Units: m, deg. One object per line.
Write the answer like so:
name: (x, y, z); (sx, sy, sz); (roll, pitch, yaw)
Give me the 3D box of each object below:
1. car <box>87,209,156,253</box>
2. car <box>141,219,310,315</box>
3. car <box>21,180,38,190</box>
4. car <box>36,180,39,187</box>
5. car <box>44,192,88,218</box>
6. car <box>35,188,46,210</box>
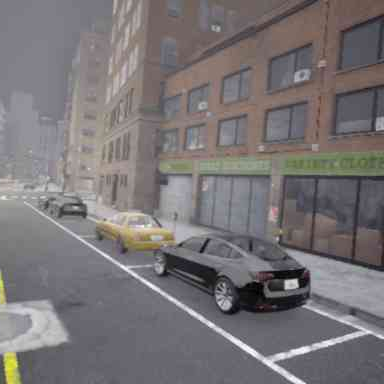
car: (-2.328, 1.316, 12.524); (1.752, 1.417, 4.829); (4, 1, -32)
car: (0.677, 1.598, 7.716); (1.947, 1.339, 4.313); (4, 1, -32)
car: (-32.041, -1.099, 65.460); (1.947, 1.339, 4.313); (4, 0, -23)
car: (-36.358, -1.480, 75.563); (1.947, 1.339, 4.313); (4, 0, -23)
car: (-8.077, 0.894, 21.707); (1.947, 1.339, 4.313); (4, 1, -32)
car: (-10.996, 0.658, 26.371); (1.947, 1.339, 4.313); (4, 1, -32)
